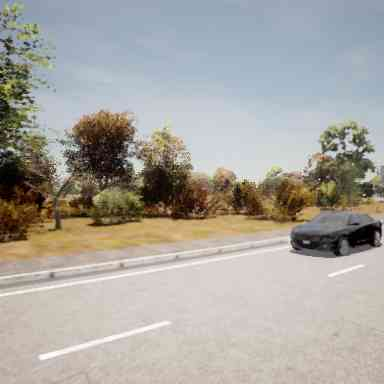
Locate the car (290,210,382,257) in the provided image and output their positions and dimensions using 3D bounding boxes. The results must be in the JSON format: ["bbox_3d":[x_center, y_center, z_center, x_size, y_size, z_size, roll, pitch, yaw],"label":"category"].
[{"bbox_3d":[5.904,1.500,13.384,5.008,1.535,1.882,0,0,-41],"label":"car"}]
